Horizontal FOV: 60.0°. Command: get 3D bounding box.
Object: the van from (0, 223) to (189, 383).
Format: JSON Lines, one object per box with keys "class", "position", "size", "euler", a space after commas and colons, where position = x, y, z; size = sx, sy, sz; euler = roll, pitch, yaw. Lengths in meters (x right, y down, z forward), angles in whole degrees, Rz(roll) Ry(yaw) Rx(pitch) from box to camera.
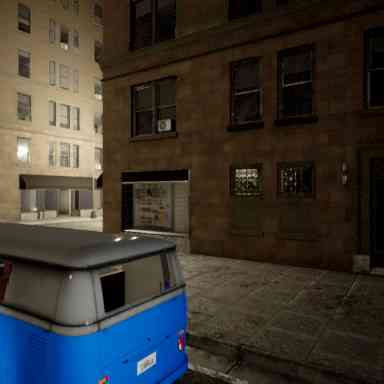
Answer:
{"class": "van", "position": [-1.966, 1.341, 4.085], "size": [3.998, 1.788, 1.690], "euler": [0, 0, 33]}
